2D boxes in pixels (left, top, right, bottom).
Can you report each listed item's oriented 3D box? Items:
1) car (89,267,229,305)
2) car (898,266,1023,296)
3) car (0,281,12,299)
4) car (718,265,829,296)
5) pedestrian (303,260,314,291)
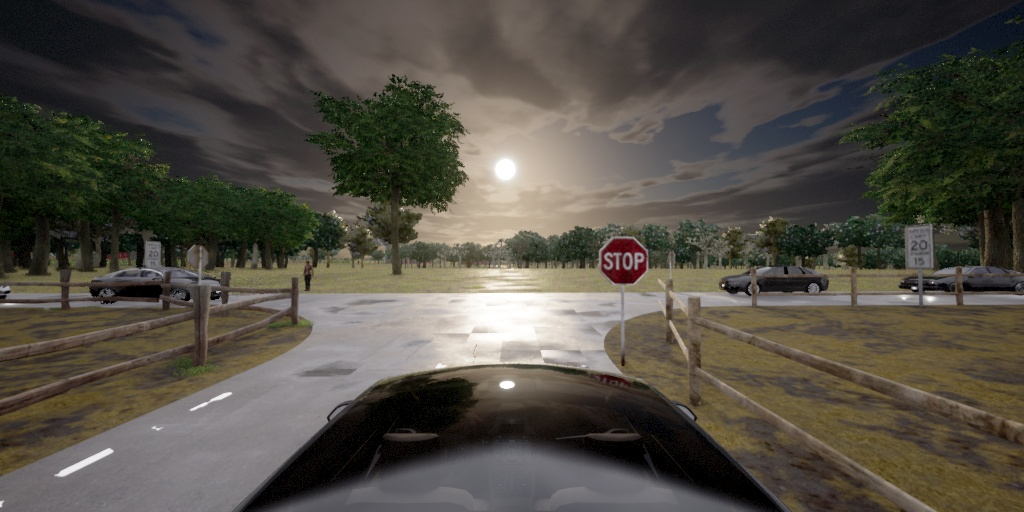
[{"bbox_3d":[-14.865,1.234,15.285,4.902,1.511,2.128,0,-1,0],"label":"car"},{"bbox_3d":[22.967,1.222,18.006,5.357,1.411,2.033,0,-1,2],"label":"car"},{"bbox_3d":[-24.577,1.264,15.288,4.674,1.442,1.812,0,-1,0],"label":"car"},{"bbox_3d":[13.136,1.230,18.172,4.892,1.490,1.837,0,-1,1],"label":"car"},{"bbox_3d":[-12.109,1.150,21.264,0.375,1.860,0.375,0,-1,0],"label":"pedestrian"}]
